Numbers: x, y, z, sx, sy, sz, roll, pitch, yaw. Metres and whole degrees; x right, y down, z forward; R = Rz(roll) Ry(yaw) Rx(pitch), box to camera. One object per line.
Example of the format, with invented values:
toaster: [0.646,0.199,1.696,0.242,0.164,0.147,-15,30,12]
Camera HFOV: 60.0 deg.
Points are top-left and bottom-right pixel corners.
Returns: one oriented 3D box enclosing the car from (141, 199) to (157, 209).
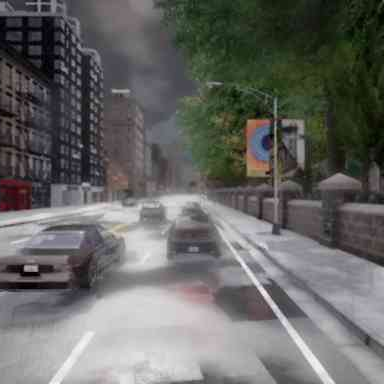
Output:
car: [-6.562,1.821,51.548,1.895,1.301,4.718,0,0,0]

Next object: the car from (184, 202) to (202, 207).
car: [0.075,1.623,27.936,1.837,1.490,4.892,0,0,0]

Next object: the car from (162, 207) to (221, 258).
car: [0.072,1.560,12.906,1.837,1.490,4.892,0,0,0]

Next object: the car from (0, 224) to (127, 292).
car: [-3.204,1.587,9.163,2.033,1.411,5.357,0,0,0]

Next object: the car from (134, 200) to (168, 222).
car: [-3.174,1.609,27.907,2.128,1.511,4.902,0,0,0]

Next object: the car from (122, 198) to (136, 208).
car: [-9.805,1.730,52.593,1.837,1.490,4.892,0,0,0]
